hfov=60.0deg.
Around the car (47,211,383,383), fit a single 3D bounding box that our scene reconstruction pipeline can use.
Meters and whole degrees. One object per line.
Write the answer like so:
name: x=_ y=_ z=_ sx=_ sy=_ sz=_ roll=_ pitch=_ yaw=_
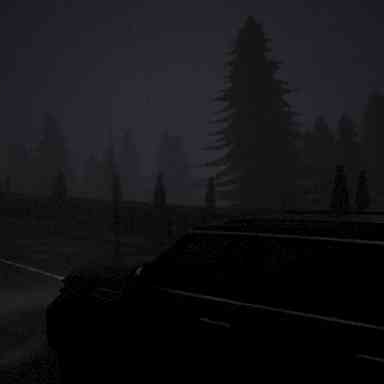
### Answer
car: x=0.869 y=1.221 z=3.372 sx=5.566 sy=2.045 sz=2.150 roll=0 pitch=0 yaw=35
